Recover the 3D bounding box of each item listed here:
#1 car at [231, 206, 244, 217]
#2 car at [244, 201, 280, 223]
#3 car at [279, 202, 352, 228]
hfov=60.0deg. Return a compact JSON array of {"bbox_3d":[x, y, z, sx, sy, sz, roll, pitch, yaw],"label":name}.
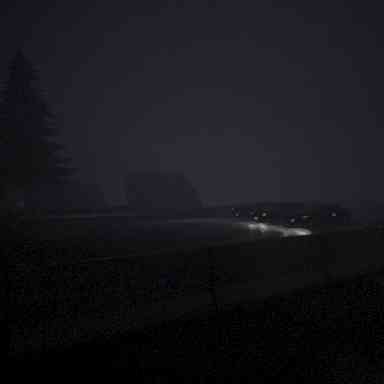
[{"bbox_3d":[5.561,1.460,27.577,4.718,1.301,1.895,0,0,-28],"label":"car"},{"bbox_3d":[6.777,1.417,24.272,5.357,1.411,2.033,0,0,-28],"label":"car"},{"bbox_3d":[8.061,1.406,20.954,4.674,1.442,1.812,0,0,-28],"label":"car"}]
